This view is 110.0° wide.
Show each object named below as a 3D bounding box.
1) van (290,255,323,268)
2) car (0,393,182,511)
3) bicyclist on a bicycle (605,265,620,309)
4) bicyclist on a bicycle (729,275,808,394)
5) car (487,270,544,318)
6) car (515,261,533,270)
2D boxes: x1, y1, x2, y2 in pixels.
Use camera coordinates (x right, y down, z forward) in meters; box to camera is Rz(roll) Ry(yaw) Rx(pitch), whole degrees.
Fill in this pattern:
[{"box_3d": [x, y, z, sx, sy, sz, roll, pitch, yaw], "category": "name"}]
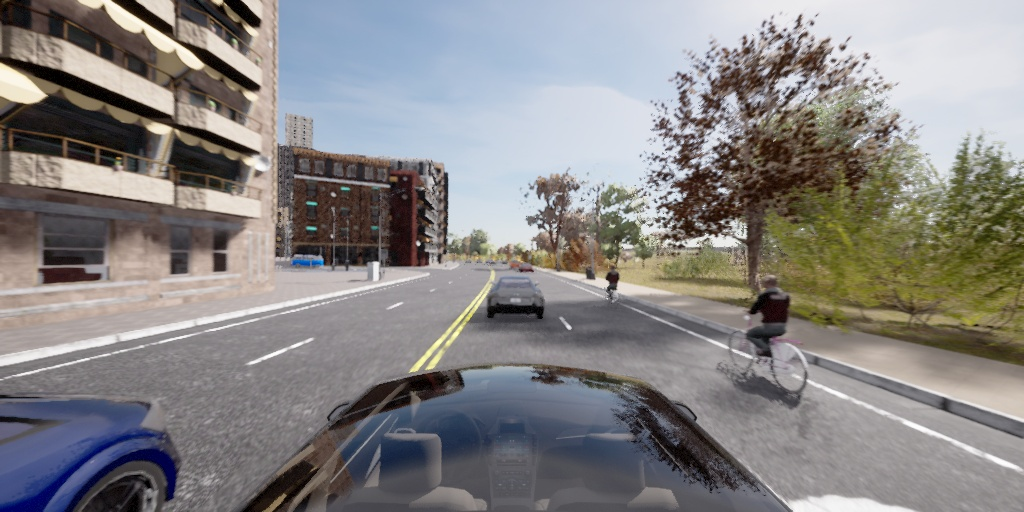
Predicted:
[{"box_3d": [-28.752, 0.808, 50.385, 3.998, 1.789, 1.690, 0, 0, -32], "category": "van"}, {"box_3d": [-3.414, 1.279, 0.840, 1.994, 1.385, 4.181, 0, 0, 1], "category": "car"}, {"box_3d": [4.163, 1.261, 15.027, 0.659, 1.776, 1.843, 0, 0, 0], "category": "bicyclist on a bicycle"}, {"box_3d": [4.143, 1.188, 5.953, 0.659, 1.776, 1.843, 0, 0, 1], "category": "bicyclist on a bicycle"}, {"box_3d": [0.117, 1.411, 13.552, 1.994, 1.385, 4.181, 0, 0, 0], "category": "car"}, {"box_3d": [2.040, 1.747, 55.041, 1.994, 1.385, 4.181, 0, 0, -4], "category": "car"}]
